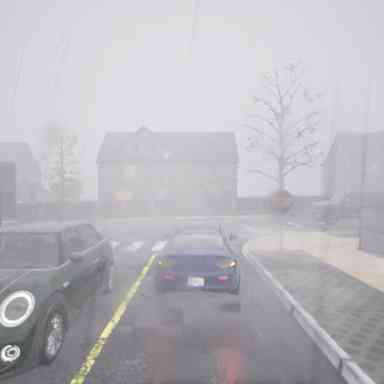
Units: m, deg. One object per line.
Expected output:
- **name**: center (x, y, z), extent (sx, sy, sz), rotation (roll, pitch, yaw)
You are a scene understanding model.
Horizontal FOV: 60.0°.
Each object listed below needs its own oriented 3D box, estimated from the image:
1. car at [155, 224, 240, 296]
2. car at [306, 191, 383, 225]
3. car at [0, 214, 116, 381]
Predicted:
- **car**: center (0.208, 1.546, 8.642), extent (1.812, 1.442, 4.674), rotation (0, 0, 3)
- **car**: center (10.298, 0.962, 21.344), extent (5.566, 2.045, 2.150), rotation (-1, 1, 0)
- **car**: center (-2.820, 1.365, 5.784), extent (2.097, 1.767, 4.553), rotation (0, 0, 1)
